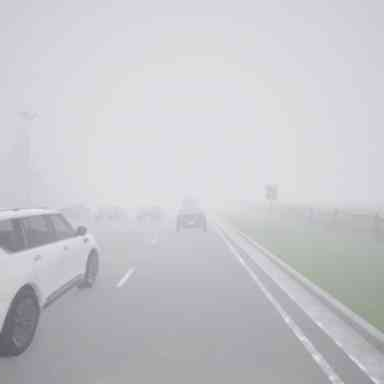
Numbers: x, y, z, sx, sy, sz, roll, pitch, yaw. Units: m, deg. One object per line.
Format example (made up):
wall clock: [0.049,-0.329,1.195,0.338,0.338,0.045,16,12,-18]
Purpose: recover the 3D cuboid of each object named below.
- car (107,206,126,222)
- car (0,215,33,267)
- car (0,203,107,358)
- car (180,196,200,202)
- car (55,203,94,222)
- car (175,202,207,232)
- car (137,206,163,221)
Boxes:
car: [-7.108,1.864,29.363,1.895,1.301,4.718,0,0,0]
car: [-6.964,1.620,10.193,1.837,1.490,4.892,0,0,0]
car: [-3.436,1.288,6.248,2.150,2.045,5.566,0,0,0]
car: [-0.190,1.530,40.029,2.150,2.045,5.566,0,0,0]
car: [-10.616,1.794,30.433,1.837,1.490,4.892,0,0,0]
car: [-0.051,1.644,21.649,1.882,1.535,5.008,0,0,0]
car: [-3.608,1.845,29.390,1.895,1.301,4.718,0,0,0]
